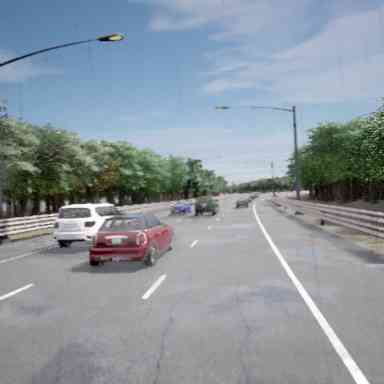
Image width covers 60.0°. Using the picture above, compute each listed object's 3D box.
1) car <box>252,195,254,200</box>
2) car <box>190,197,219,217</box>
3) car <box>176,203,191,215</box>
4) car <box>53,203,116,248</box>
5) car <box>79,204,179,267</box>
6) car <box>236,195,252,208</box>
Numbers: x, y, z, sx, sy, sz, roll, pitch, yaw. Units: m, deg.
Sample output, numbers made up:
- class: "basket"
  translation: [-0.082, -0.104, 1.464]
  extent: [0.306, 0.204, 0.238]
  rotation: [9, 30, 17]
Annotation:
- class: "car"
  translation: [12.604, 1.813, 75.890]
  extent: [1.895, 1.301, 4.718]
  rotation: [-3, 0, 12]
- class: "car"
  translation: [1.662, 1.541, 36.526]
  extent: [2.150, 2.045, 5.566]
  rotation: [-3, 0, 10]
- class: "car"
  translation: [-1.295, 2.004, 39.806]
  extent: [1.812, 1.442, 4.674]
  rotation: [-3, 0, 10]
- class: "car"
  translation: [-4.923, 1.620, 17.225]
  extent: [2.150, 2.045, 5.566]
  rotation: [-3, 0, 8]
- class: "car"
  translation: [-2.050, 1.573, 12.496]
  extent: [2.097, 1.767, 4.553]
  rotation: [-3, -1, 8]
- class: "car"
  translation: [7.972, 1.696, 52.496]
  extent: [2.128, 1.511, 4.902]
  rotation: [-3, -1, 11]
